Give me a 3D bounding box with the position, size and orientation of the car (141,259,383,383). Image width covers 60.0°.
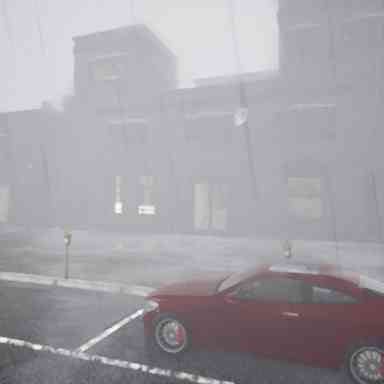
[{"bbox_3d":[1.280,1.703,5.004,4.206,1.307,1.802,0,-1,20],"label":"car"}]
